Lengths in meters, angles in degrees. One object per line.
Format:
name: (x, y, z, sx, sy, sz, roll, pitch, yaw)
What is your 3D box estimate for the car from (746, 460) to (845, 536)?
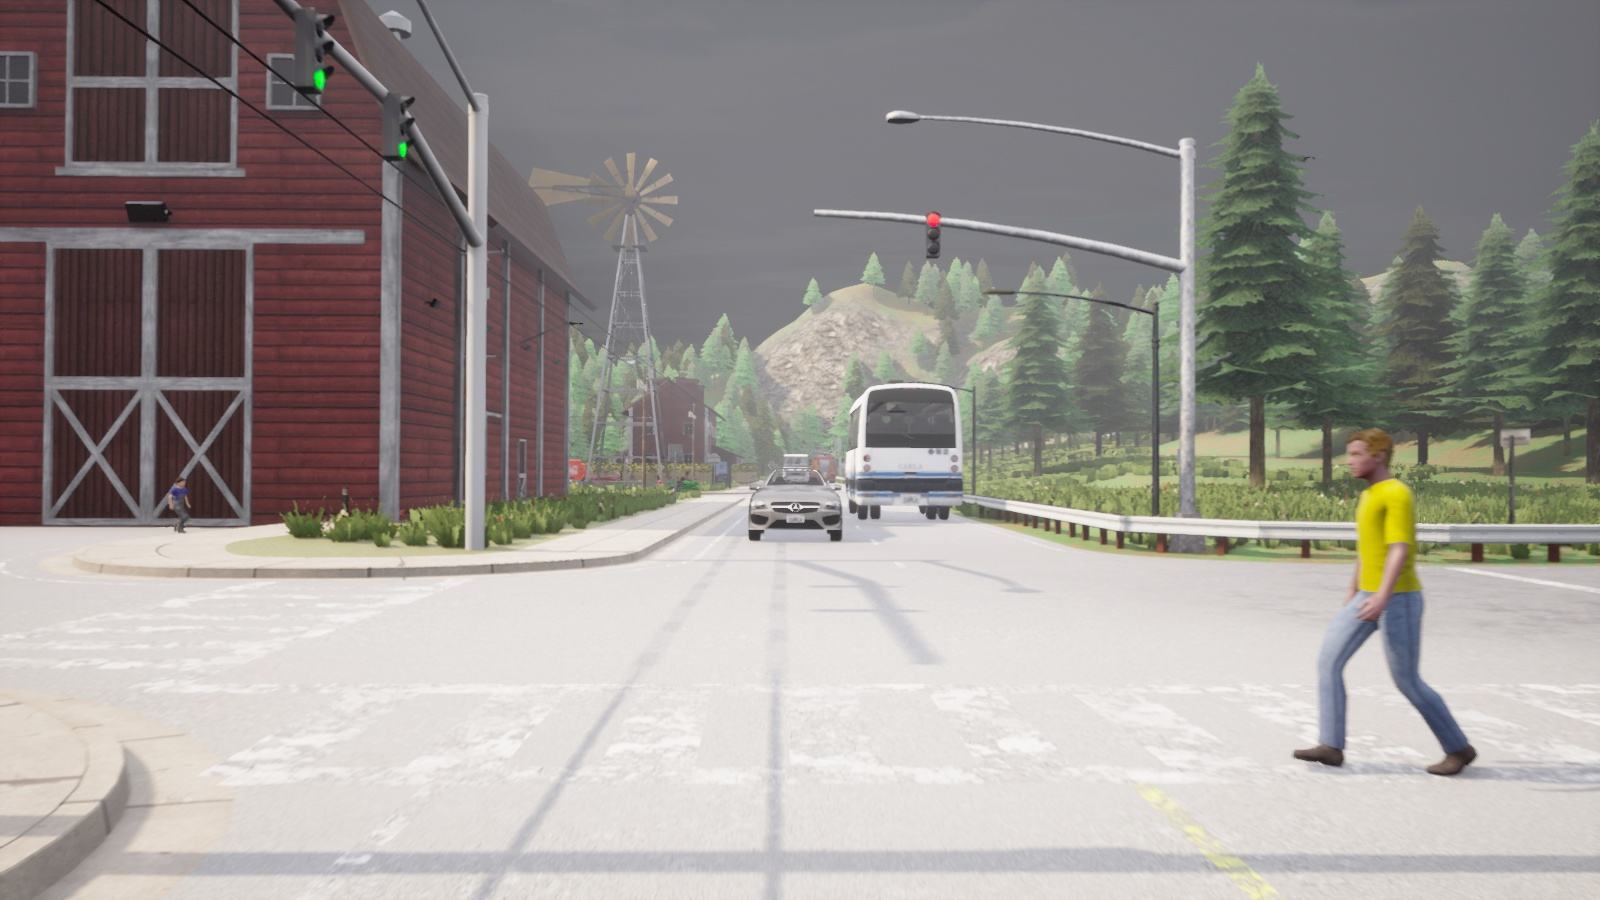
car: (-0.103, 1.095, 29.969, 2.152, 1.651, 5.027, 0, -1, 0)

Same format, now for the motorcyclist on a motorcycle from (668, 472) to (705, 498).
motorcyclist on a motorcycle: (-6.677, 2.060, 73.947, 2.044, 1.523, 0.797, 0, 0, 7)

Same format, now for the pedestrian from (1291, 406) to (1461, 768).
pedestrian: (3.003, 0.699, 6.580, 0.706, 1.836, 0.354, 0, -1, 3)

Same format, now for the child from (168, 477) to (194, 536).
child: (-13.317, 1.216, 27.022, 0.437, 1.263, 0.270, 0, -1, 15)

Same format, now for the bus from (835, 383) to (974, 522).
bus: (3.350, 0.158, 43.776, 3.944, 4.253, 10.273, 0, -1, 0)
